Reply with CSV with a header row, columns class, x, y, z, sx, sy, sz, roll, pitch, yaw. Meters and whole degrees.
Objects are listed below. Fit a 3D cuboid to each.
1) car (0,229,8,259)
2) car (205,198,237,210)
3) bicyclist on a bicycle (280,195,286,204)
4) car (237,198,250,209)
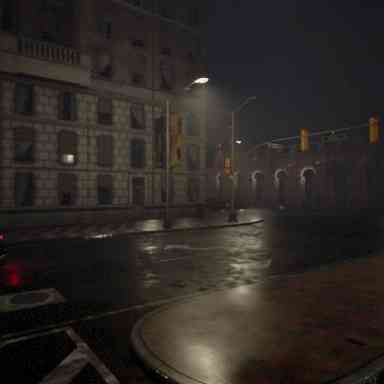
class,x,y,z,sx,sy,sz,roll,pitch,yaw
car,-7.495,1.491,8.470,4.902,1.511,2.128,0,0,-36
car,2.996,1.492,43.051,2.128,1.511,4.902,0,0,-36
bicyclist on a bicycle,15.477,1.300,56.462,1.656,1.620,0.582,0,0,-36
car,5.740,1.526,45.232,1.812,1.442,4.674,0,0,-36
